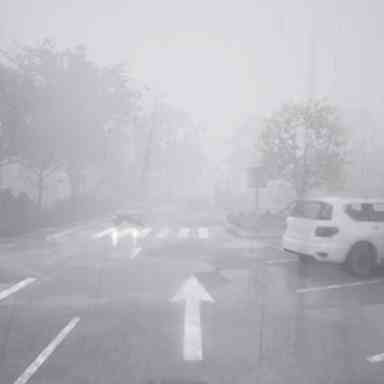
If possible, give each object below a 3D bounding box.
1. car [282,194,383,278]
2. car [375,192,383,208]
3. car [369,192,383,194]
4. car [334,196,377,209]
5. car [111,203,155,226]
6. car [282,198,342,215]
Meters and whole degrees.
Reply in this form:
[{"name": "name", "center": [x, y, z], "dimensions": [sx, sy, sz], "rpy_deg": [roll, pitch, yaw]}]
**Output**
[{"name": "car", "center": [5.393, 1.184, 9.932], "dimensions": [5.566, 2.045, 2.435], "rpy_deg": [1, 0, -20]}, {"name": "car", "center": [27.053, 1.033, 43.095], "dimensions": [2.435, 2.045, 5.566], "rpy_deg": [1, -1, -22]}, {"name": "car", "center": [23.993, 1.033, 43.059], "dimensions": [2.435, 2.045, 5.566], "rpy_deg": [0, 0, -21]}, {"name": "car", "center": [20.970, 1.313, 42.980], "dimensions": [2.163, 1.488, 4.792], "rpy_deg": [0, 0, -21]}, {"name": "car", "center": [-3.810, 1.437, 22.656], "dimensions": [2.033, 1.411, 5.357], "rpy_deg": [0, 0, 5]}, {"name": "car", "center": [11.269, 1.338, 31.462], "dimensions": [4.902, 1.511, 2.128], "rpy_deg": [0, 0, -5]}]
